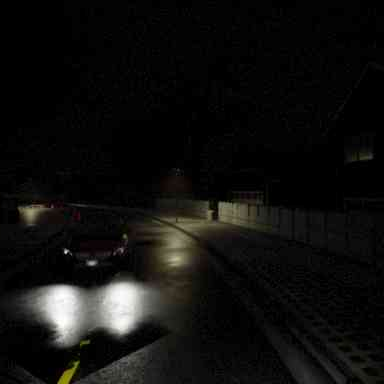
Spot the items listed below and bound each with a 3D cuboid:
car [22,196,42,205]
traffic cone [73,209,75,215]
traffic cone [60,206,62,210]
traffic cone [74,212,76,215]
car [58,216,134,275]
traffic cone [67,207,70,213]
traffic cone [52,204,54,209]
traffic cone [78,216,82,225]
[{"bbox_3d":[-27.553,1.471,57.264,4.674,1.442,1.812,0,0,42],"label":"car"},{"bbox_3d":[-11.193,1.934,31.746,0.340,0.580,0.340,0,0,-25],"label":"traffic cone"},{"bbox_3d":[-15.834,1.925,40.249,0.340,0.580,0.340,0,0,-32],"label":"traffic cone"},{"bbox_3d":[-9.275,1.940,27.296,0.340,0.580,0.340,0,0,-22],"label":"traffic cone"},{"bbox_3d":[-2.880,1.523,10.694,1.812,1.442,4.674,0,0,-9],"label":"car"},{"bbox_3d":[-13.382,1.929,36.069,0.340,0.580,0.340,0,0,-29],"label":"traffic cone"},{"bbox_3d":[-18.541,1.920,44.269,0.340,0.580,0.340,0,0,-36],"label":"traffic cone"},{"bbox_3d":[-7.637,1.945,22.735,0.340,0.580,0.340,0,0,-18],"label":"traffic cone"}]
